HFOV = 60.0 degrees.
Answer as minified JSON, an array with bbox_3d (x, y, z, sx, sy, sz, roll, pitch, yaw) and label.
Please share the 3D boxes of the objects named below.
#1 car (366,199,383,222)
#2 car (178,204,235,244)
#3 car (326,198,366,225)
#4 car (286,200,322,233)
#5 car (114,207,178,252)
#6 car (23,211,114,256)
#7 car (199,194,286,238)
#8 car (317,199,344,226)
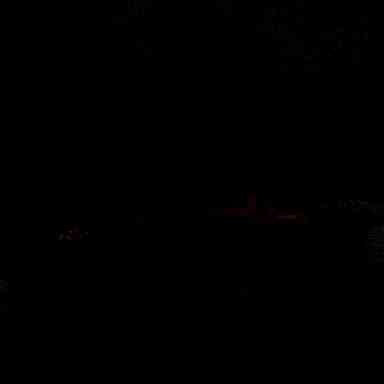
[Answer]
[{"bbox_3d":[11.222,1.322,24.221,5.008,1.535,2.097,-1,0,34],"label":"car"},{"bbox_3d":[-0.776,1.468,15.495,4.792,1.488,2.163,-1,-1,34],"label":"car"},{"bbox_3d":[8.853,1.219,22.451,4.553,1.767,2.185,-1,0,34],"label":"car"},{"bbox_3d":[4.184,1.386,18.877,5.366,1.575,1.946,-1,-1,34],"label":"car"},{"bbox_3d":[-3.250,1.493,13.791,4.792,1.488,2.163,-1,0,34],"label":"car"},{"bbox_3d":[-5.490,1.480,11.943,5.366,1.575,1.946,-1,-1,34],"label":"car"},{"bbox_3d":[1.587,1.164,17.255,5.566,2.045,2.435,-1,0,34],"label":"car"},{"bbox_3d":[6.436,1.369,20.714,4.892,1.521,2.231,-1,0,34],"label":"car"}]
